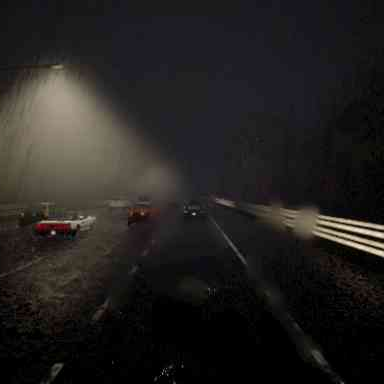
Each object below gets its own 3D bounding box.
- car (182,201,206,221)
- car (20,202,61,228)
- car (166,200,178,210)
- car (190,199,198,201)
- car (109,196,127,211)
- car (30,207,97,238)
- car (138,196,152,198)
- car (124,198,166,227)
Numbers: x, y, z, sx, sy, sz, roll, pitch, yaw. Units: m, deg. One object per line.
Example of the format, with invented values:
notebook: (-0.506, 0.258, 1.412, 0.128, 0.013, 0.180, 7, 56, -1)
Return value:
car: (0.181, 1.777, 29.158, 1.994, 1.385, 4.181, 0, 0, 0)
car: (-10.346, 1.527, 23.931, 2.097, 1.767, 4.553, 0, 0, 0)
car: (-3.189, 1.936, 50.367, 1.994, 1.385, 4.181, 0, 0, 0)
car: (0.310, 1.877, 50.192, 1.837, 1.490, 4.892, 0, 0, 0)
car: (-10.207, 1.570, 47.255, 2.150, 2.045, 5.566, 0, 0, 0)
car: (-6.869, 1.737, 18.709, 1.895, 1.301, 4.718, 0, 0, 0)
car: (-6.701, 1.581, 48.621, 2.150, 2.045, 5.566, 0, 0, 0)
car: (-3.342, 1.534, 24.740, 2.097, 1.767, 4.553, 0, 0, 0)
